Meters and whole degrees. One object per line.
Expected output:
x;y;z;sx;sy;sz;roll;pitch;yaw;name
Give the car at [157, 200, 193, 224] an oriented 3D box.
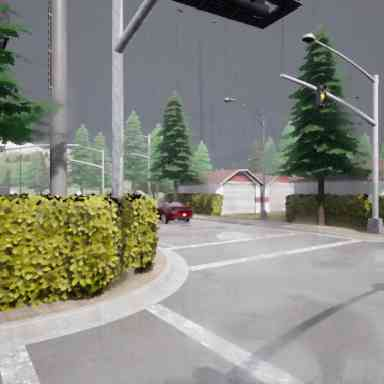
-1.919;1.305;23.397;1.882;1.535;5.008;-1;1;-35;car
